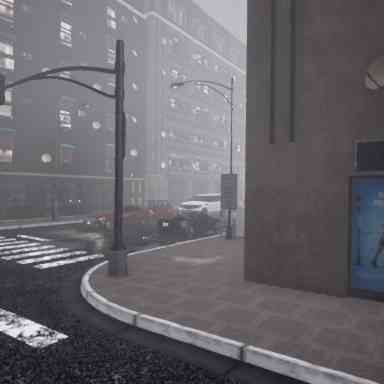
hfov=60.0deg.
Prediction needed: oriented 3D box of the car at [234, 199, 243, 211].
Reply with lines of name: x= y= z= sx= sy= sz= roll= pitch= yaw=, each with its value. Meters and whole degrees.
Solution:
car: x=3.096 y=1.223 z=35.979 sx=2.192 sy=1.841 sz=5.009 roll=1 pitch=1 yaw=35

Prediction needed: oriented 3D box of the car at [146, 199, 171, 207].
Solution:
car: x=-3.322 y=1.362 z=26.830 sx=1.967 sy=1.590 sz=4.097 roll=1 pitch=1 yaw=35

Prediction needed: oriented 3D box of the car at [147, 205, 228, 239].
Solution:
car: x=-0.081 y=1.599 z=17.733 sx=1.947 sy=1.339 sz=4.313 roll=1 pitch=1 yaw=35

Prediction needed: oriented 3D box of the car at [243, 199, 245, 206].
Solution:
car: x=7.017 y=1.289 z=37.261 sx=2.097 sy=1.767 sz=4.553 roll=1 pitch=1 yaw=35

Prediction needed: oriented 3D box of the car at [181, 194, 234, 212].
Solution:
car: x=1.144 y=1.171 z=28.905 sx=2.150 sy=2.045 sz=5.566 roll=1 pitch=1 yaw=35

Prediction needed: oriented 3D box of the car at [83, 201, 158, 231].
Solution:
car: x=-4.530 y=1.487 z=20.820 sx=1.812 sy=1.442 sz=4.674 roll=1 pitch=1 yaw=35

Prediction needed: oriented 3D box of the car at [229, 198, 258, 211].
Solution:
car: x=6.302 y=1.483 z=40.556 sx=1.802 sy=1.307 sz=4.206 roll=1 pitch=1 yaw=35
